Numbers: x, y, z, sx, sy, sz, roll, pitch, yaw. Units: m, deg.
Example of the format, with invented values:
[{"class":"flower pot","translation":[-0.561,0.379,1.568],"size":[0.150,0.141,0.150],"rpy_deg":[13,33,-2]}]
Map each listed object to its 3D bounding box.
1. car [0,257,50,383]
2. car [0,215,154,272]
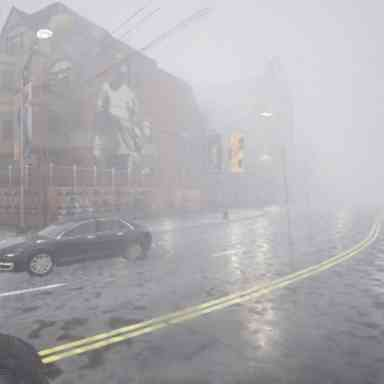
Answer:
[{"class":"car","translation":[-3.289,1.516,1.612],"size":[4.892,1.490,1.837],"rpy_deg":[0,0,-34]},{"class":"car","translation":[-3.503,1.521,10.465],"size":[4.892,1.490,1.837],"rpy_deg":[0,0,-42]}]
